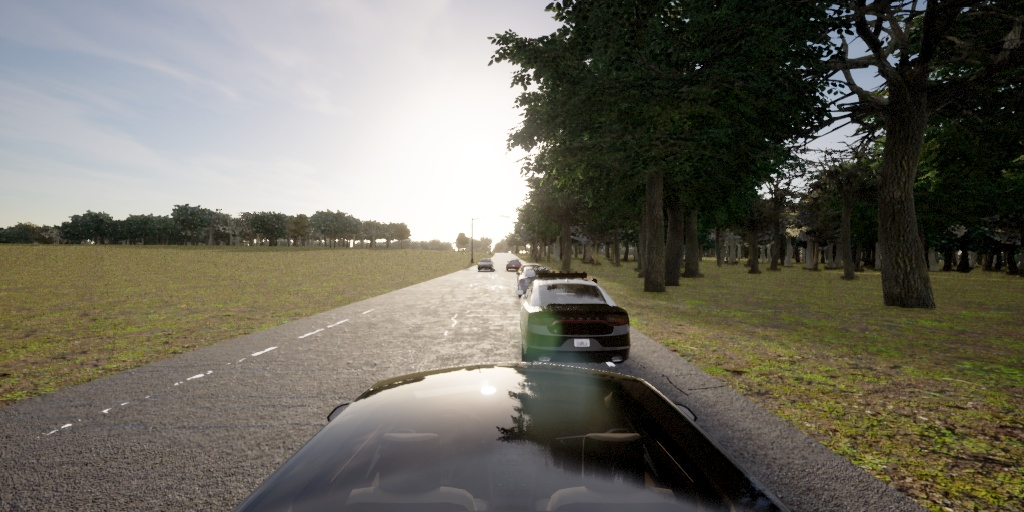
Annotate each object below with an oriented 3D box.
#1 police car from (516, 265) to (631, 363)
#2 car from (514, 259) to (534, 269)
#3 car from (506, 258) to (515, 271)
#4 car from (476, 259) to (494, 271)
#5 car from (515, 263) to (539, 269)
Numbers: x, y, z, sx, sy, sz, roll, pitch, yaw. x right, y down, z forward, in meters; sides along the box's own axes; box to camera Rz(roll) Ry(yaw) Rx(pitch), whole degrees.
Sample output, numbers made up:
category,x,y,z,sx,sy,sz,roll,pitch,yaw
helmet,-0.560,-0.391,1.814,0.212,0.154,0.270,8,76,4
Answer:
category,x,y,z,sx,sy,sz,roll,pitch,yaw
police car,1.131,1.168,8.260,1.930,1.638,5.238,0,0,1
car,1.246,1.153,24.349,1.801,1.575,5.366,0,0,0
car,0.266,1.147,46.552,1.994,1.385,4.181,0,0,2
car,-3.259,1.099,44.637,1.837,1.490,4.892,0,0,0
car,1.210,1.245,18.156,1.812,1.442,4.674,0,0,0
